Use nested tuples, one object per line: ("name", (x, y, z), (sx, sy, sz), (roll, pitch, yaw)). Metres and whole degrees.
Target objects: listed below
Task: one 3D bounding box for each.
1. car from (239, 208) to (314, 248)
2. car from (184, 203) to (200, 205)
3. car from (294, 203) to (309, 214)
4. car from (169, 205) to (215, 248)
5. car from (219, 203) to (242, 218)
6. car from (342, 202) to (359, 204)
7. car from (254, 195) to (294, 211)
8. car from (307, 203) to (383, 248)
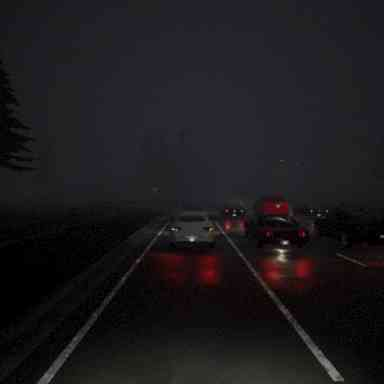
("car", (3.500, 1.613, 14.700), (1.895, 1.301, 4.718), (0, 0, 0))
("car", (0.000, 1.614, 29.700), (1.895, 1.301, 4.718), (0, 0, 0))
("car", (10.500, 1.614, 29.700), (1.895, 1.301, 4.718), (0, 0, 0))
("car", (0.000, 1.530, 14.670), (1.812, 1.442, 4.674), (0, 0, 0))
("car", (3.500, 1.614, 29.700), (1.895, 1.301, 4.718), (0, 0, 0))
("car", (14.000, 1.570, 29.670), (1.994, 1.385, 4.181), (0, 0, 0))
("car", (7.000, 1.255, 29.700), (2.150, 2.045, 5.566), (0, 0, 0))
("car", (7.000, 1.482, 14.670), (1.882, 1.535, 5.008), (0, 0, 0))
